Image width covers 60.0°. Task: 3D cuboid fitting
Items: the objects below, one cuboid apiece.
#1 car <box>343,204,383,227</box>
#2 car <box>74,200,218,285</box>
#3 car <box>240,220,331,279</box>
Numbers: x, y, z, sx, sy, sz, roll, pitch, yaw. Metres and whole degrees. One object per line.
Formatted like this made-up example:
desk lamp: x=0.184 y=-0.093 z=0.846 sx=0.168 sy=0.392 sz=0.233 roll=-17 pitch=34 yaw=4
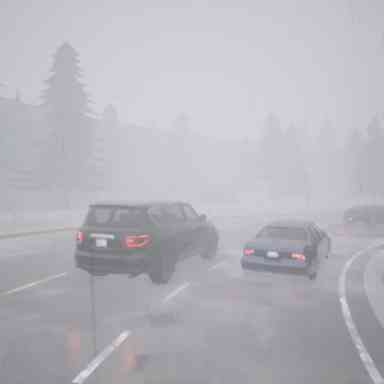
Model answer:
car: x=13.112 y=1.626 z=23.933 sx=4.892 sy=1.490 sz=1.837 roll=1 pitch=-1 yaw=-25
car: x=-0.983 y=1.237 z=9.923 sx=2.150 sy=2.045 sz=5.566 roll=0 pitch=0 yaw=23
car: x=3.137 y=1.586 z=10.367 sx=2.033 sy=1.411 sz=5.357 roll=0 pitch=0 yaw=28
